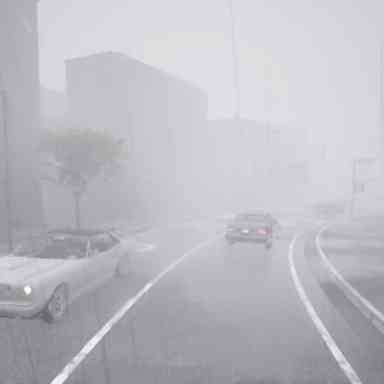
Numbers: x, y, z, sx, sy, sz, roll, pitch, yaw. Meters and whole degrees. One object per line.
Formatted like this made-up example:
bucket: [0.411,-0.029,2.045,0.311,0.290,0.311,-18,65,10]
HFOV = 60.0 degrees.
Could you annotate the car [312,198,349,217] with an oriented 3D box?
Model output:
car: [13.415,1.551,32.518,1.882,1.535,5.008,4,2,39]

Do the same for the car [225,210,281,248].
car: [2.920,1.553,15.168,2.033,1.411,5.357,2,1,20]

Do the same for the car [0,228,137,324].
car: [-2.833,1.533,7.239,1.895,1.301,4.718,1,0,10]
